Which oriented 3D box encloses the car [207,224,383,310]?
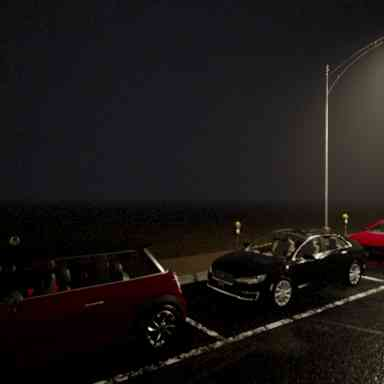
[{"bbox_3d":[2.351,1.562,7.765,4.403,1.369,2.008,0,1,-35],"label":"car"}]

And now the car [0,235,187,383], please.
[{"bbox_3d":[-2.155,1.441,4.549,4.097,1.590,1.967,0,1,-35],"label":"car"}]

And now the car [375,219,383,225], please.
[{"bbox_3d":[6.858,1.565,10.979,4.507,1.381,1.887,0,1,-35],"label":"car"}]
